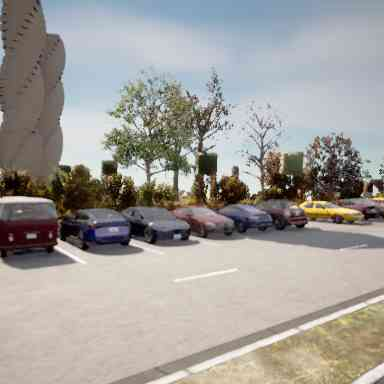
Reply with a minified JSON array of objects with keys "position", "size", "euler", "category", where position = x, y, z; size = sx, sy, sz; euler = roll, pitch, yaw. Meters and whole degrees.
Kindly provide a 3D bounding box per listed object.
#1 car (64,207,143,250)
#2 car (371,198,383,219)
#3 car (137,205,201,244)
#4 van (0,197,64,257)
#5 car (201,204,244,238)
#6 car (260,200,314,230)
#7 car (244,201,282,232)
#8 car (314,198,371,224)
[{"position":[-4.260,1.457,14.278],"size":[2.163,1.488,4.792],"euler":[0,0,-35],"category":"car"},{"position":[11.461,1.350,25.455],"size":[2.163,1.488,4.792],"euler":[-1,0,-35],"category":"car"},{"position":[-1.983,1.454,15.825],"size":[2.163,1.488,4.792],"euler":[0,0,-35],"category":"car"},{"position":[-6.554,1.204,12.754],"size":[1.878,1.987,4.442],"euler":[0,0,-35],"category":"van"},{"position":[0.247,1.454,17.449],"size":[2.002,1.452,4.674],"euler":[0,0,-35],"category":"car"},{"position":[4.760,1.263,20.617],"size":[2.185,1.767,4.553],"euler":[0,0,-35],"category":"car"},{"position":[2.494,1.442,19.041],"size":[2.002,1.452,4.674],"euler":[0,0,-35],"category":"car"},{"position":[9.336,1.342,23.680],"size":[1.946,1.575,5.366],"euler":[-1,0,-35],"category":"car"}]
